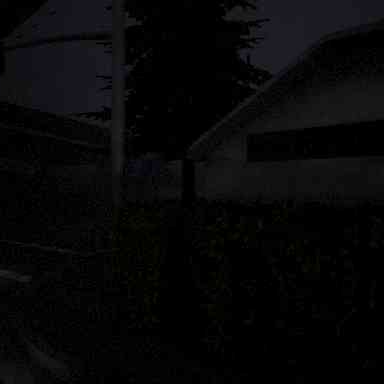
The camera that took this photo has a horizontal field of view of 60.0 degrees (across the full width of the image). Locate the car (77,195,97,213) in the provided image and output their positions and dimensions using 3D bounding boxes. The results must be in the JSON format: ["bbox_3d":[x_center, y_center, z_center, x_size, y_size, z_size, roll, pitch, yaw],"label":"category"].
[{"bbox_3d":[-10.416,1.313,35.159,3.866,1.878,1.905,0,0,35],"label":"car"}]

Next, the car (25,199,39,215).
[{"bbox_3d":[-17.223,1.480,33.031,4.611,1.667,2.242,0,0,35],"label":"car"}]
